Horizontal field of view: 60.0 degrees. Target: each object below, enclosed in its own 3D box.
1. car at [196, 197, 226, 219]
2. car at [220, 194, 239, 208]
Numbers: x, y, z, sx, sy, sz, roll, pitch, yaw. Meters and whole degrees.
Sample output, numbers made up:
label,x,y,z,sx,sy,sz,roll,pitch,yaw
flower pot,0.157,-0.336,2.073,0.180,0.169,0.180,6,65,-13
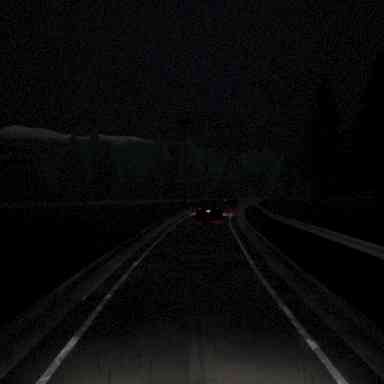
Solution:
label,x,y,z,sx,sy,sz,roll,pitch,yaw
car,1.451,1.348,26.393,1.994,1.385,4.181,0,0,7
car,4.511,1.012,41.402,2.097,1.767,4.553,0,0,16
